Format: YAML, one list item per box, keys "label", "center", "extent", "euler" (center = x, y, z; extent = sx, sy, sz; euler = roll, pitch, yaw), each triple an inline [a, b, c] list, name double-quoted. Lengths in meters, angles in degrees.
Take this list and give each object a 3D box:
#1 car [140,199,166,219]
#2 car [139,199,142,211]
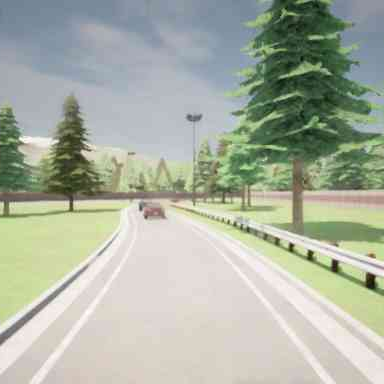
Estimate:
- label: "car"
  center: [-3.498, 1.656, 30.325]
  extent: [1.812, 1.442, 4.674]
  euler: [0, 0, -11]
- label: "car"
  center: [-6.197, 1.686, 44.772]
  extent: [2.128, 1.511, 4.902]
  euler: [0, 0, -9]
